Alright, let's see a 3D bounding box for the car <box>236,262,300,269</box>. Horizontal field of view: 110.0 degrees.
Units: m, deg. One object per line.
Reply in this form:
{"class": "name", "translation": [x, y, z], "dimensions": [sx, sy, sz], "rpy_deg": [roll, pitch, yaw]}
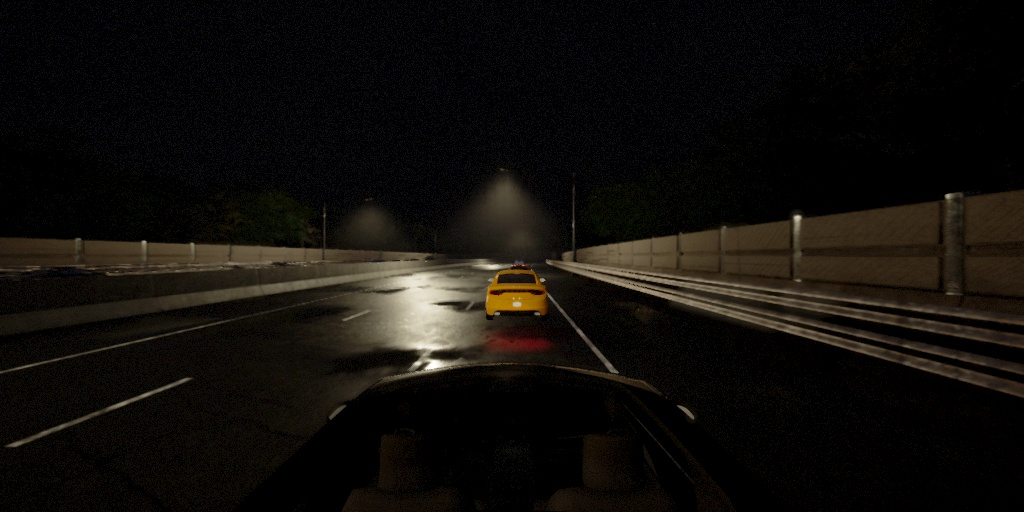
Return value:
{"class": "car", "translation": [-17.307, 1.231, 26.618], "dimensions": [2.128, 1.511, 4.902], "rpy_deg": [0, 0, 1]}

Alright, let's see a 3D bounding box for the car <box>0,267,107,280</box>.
{"class": "car", "translation": [-24.445, 1.294, 19.161], "dimensions": [1.994, 1.385, 4.181], "rpy_deg": [0, 0, 1]}

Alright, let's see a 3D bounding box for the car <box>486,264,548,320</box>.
{"class": "car", "translation": [0.170, 1.225, 12.680], "dimensions": [1.882, 1.535, 5.008], "rpy_deg": [0, 0, 1]}

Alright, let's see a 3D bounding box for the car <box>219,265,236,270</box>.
{"class": "car", "translation": [-20.807, 1.337, 26.813], "dimensions": [1.895, 1.301, 4.718], "rpy_deg": [0, 0, 1]}

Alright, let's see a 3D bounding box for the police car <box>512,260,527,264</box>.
{"class": "police car", "translation": [0.894, 1.298, 43.707], "dimensions": [2.038, 1.542, 4.974], "rpy_deg": [0, 0, 2]}

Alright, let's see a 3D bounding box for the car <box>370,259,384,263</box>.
{"class": "car", "translation": [-22.998, 1.319, 61.080], "dimensions": [1.812, 1.442, 4.674], "rpy_deg": [0, 0, 3]}
